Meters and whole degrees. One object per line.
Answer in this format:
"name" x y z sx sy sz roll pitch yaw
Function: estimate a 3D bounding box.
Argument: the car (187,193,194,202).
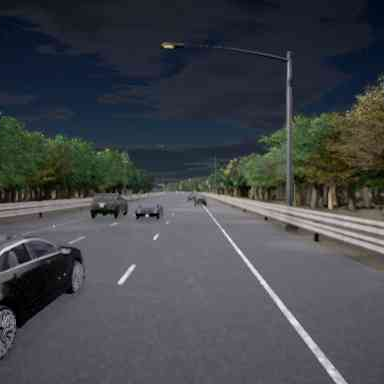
"car" -0.006 1.224 67.327 1.837 1.490 4.892 0 0 0

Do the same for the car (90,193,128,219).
"car" -6.902 1.119 28.139 2.150 2.045 5.566 0 0 0

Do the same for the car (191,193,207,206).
"car" 1.220 1.319 48.843 1.837 1.490 4.892 0 0 0

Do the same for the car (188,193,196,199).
"car" -0.009 0.982 85.945 1.837 1.490 4.892 0 0 0

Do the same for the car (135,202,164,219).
"car" -3.403 1.501 27.422 1.895 1.301 4.718 0 0 0

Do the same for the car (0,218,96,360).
"car" -3.401 1.474 5.795 2.128 1.511 4.902 0 0 0
